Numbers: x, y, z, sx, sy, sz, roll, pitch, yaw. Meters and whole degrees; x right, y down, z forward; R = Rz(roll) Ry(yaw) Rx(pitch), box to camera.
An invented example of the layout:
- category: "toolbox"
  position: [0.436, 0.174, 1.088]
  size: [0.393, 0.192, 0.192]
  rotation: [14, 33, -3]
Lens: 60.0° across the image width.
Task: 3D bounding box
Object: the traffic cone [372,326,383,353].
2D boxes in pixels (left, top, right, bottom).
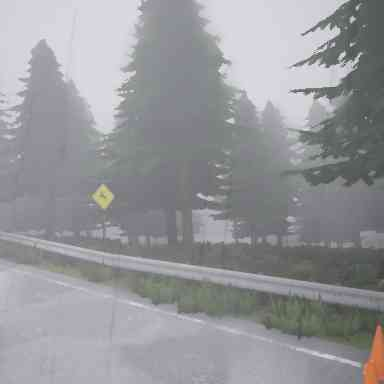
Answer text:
- category: "traffic cone"
  position: [2.323, 1.956, 4.120]
  size: [0.340, 0.580, 0.340]
  rotation: [0, 0, 34]

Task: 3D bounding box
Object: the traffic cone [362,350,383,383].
- category: "traffic cone"
  position: [1.777, 1.956, 3.285]
  size: [0.340, 0.580, 0.340]
  rotation: [0, 0, 34]
